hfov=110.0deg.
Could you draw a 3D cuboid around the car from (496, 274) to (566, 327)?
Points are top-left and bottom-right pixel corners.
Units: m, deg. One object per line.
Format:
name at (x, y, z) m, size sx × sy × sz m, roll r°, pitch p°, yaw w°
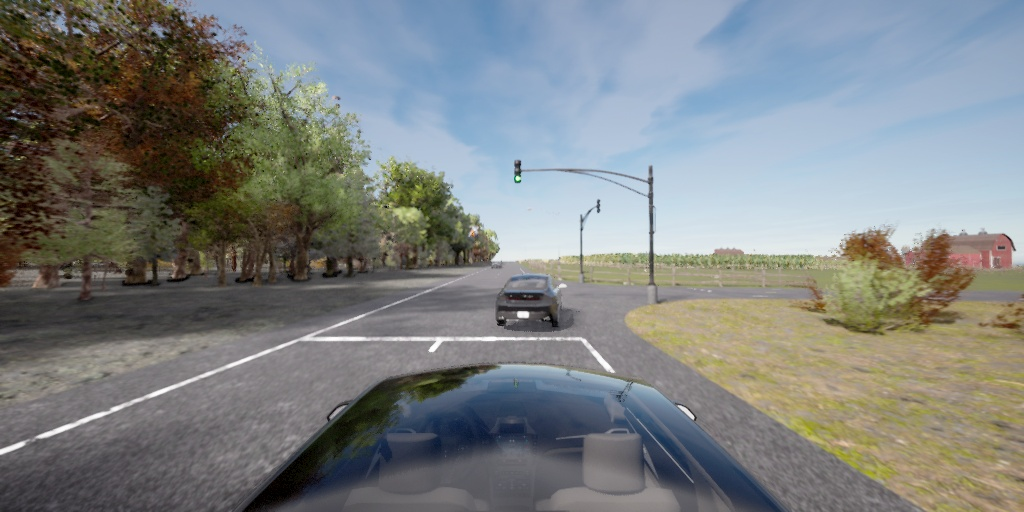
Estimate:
car at (0.730, 1.353, 12.109) m, size 1.837 × 1.490 × 4.892 m, roll -1°, pitch 0°, yaw 10°
